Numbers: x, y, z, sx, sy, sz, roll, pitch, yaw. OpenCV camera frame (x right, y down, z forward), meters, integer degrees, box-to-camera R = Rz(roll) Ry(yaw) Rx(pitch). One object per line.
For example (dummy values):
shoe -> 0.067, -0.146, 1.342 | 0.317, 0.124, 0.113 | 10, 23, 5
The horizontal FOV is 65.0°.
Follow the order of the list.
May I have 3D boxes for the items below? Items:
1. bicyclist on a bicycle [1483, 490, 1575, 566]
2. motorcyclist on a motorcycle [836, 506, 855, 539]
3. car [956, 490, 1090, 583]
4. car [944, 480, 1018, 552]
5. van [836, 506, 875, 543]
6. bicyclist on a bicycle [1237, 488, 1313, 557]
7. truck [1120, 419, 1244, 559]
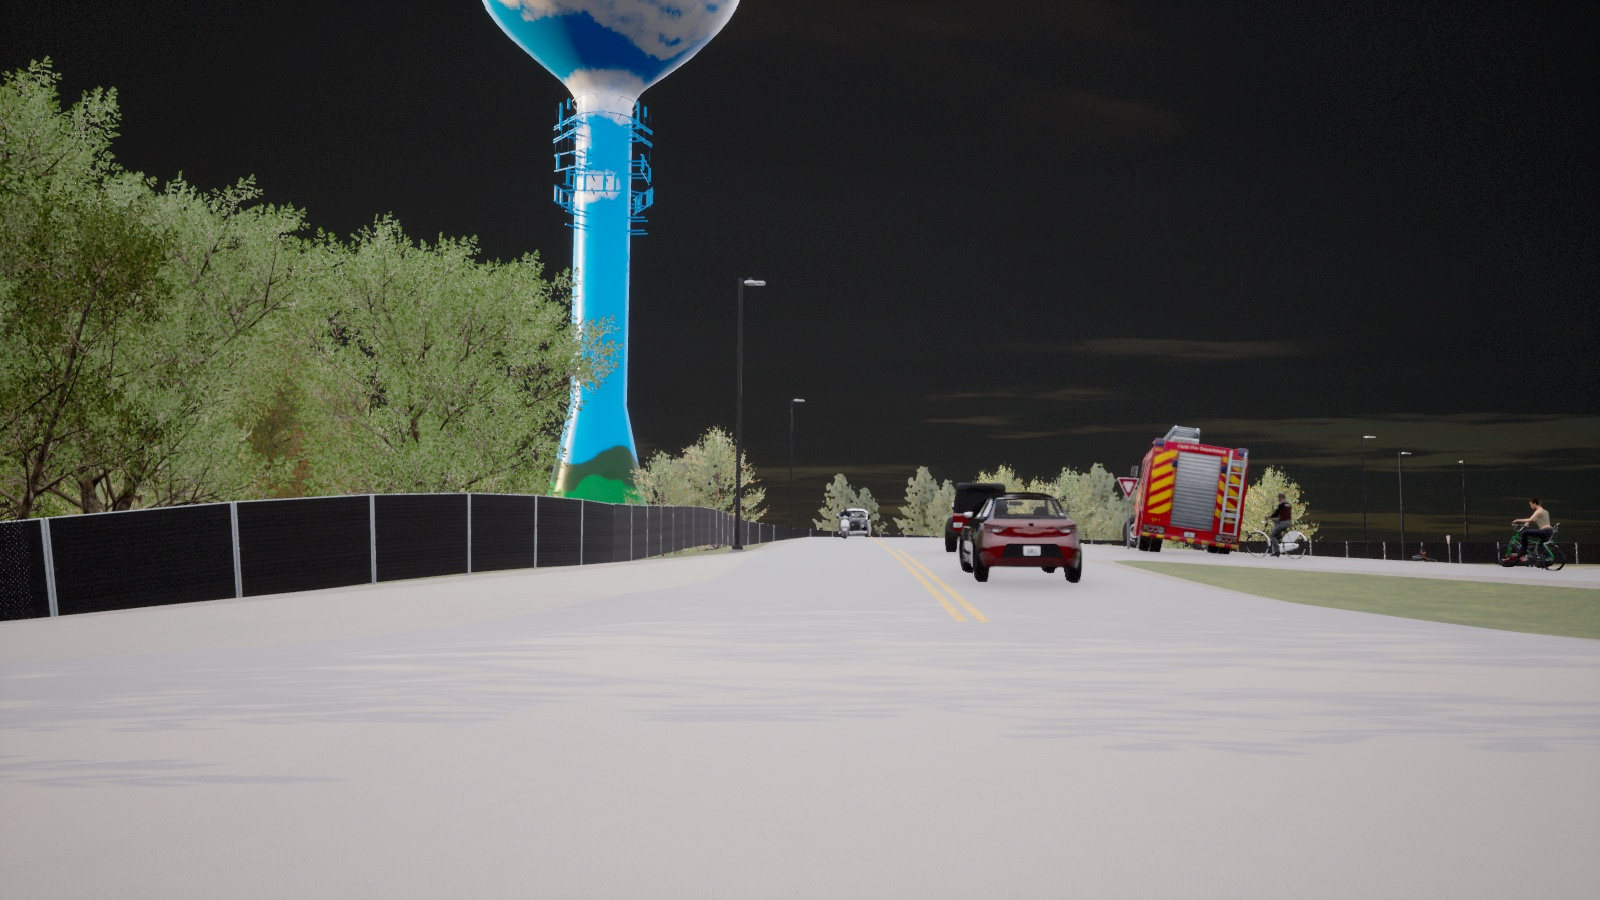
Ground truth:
bicyclist on a bicycle -> 16.294, 1.736, 28.091 | 0.866, 1.612, 1.509 | 3, -2, -35
motorcyclist on a motorcycle -> 2.230, 3.552, 61.481 | 0.866, 1.590, 1.817 | 0, -3, 3
car -> 3.818, 1.464, 22.180 | 1.816, 1.474, 4.193 | 0, -2, 3
car -> 5.021, 1.841, 34.932 | 1.905, 1.878, 3.866 | 0, -3, 8
van -> 3.457, 4.616, 77.462 | 2.069, 2.038, 4.480 | -1, -6, 7
bicyclist on a bicycle -> 12.697, 1.930, 33.588 | 0.659, 1.776, 1.843 | 3, -4, -34
truck -> 12.436, 1.397, 41.612 | 2.891, 3.827, 8.468 | 7, -2, 13
